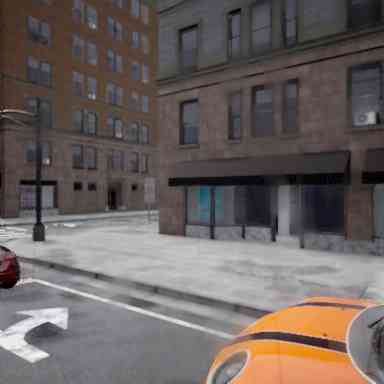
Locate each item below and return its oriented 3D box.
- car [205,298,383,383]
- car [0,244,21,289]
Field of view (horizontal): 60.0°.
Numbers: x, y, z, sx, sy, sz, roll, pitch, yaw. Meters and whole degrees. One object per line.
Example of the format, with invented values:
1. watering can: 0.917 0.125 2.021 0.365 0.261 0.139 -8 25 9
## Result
1. car: 2.260 1.355 2.075 4.553 1.767 2.097 0 0 36
2. car: -5.927 1.532 7.907 4.181 1.385 1.994 0 0 36
